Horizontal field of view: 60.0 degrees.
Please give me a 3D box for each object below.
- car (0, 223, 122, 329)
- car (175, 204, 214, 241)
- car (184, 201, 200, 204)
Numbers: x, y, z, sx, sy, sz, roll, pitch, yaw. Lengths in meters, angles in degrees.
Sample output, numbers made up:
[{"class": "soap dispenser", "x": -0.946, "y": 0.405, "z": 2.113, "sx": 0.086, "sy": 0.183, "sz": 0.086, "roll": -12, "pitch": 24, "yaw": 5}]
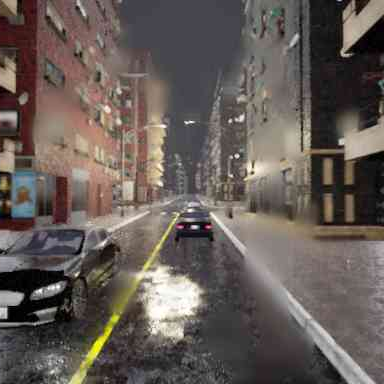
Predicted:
[{"class": "car", "x": -2.839, "y": 1.491, "z": 7.269, "sx": 2.128, "sy": 1.511, "sz": 4.902, "roll": 0, "pitch": 0, "yaw": 0}, {"class": "car", "x": 0.105, "y": 1.544, "z": 16.635, "sx": 2.033, "sy": 1.411, "sz": 5.357, "roll": 0, "pitch": 0, "yaw": 0}, {"class": "car", "x": 0.116, "y": 1.552, "z": 31.123, "sx": 1.994, "sy": 1.385, "sz": 4.181, "roll": 0, "pitch": 0, "yaw": 0}]
